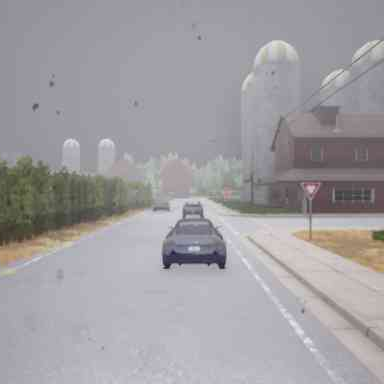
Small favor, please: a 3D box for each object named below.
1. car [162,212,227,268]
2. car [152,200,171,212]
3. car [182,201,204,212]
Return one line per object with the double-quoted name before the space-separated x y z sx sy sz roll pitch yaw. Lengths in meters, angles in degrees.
"car" 0.077 1.596 11.486 1.994 1.385 4.181 0 0 0
"car" -3.583 1.658 39.981 2.033 1.411 5.357 0 0 0
"car" 0.088 1.573 31.561 2.128 1.511 4.902 0 0 0
